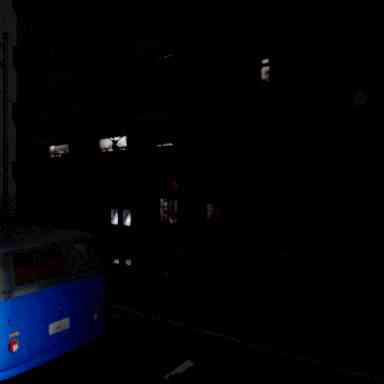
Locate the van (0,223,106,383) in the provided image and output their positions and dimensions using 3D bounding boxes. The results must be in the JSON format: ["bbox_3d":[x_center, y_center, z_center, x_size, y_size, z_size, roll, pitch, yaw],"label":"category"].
[{"bbox_3d":[-3.106,1.390,5.072,3.998,1.788,1.690,-1,0,35],"label":"van"}]
